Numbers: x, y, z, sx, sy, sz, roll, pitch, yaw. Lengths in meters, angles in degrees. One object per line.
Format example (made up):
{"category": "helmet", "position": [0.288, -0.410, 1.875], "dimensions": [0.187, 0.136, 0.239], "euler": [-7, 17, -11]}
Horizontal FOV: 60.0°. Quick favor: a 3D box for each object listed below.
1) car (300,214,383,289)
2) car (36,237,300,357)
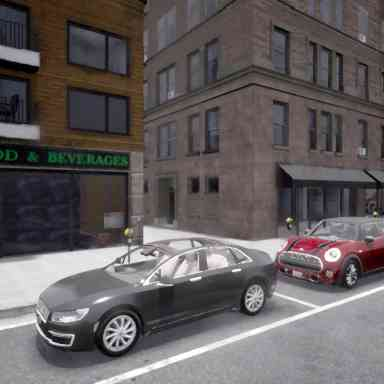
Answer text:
{"category": "car", "position": [4.146, 1.442, 9.115], "dimensions": [4.097, 1.590, 1.967], "euler": [0, 0, -35]}
{"category": "car", "position": [-0.357, 1.551, 5.924], "dimensions": [4.403, 1.369, 2.008], "euler": [0, 0, -35]}
